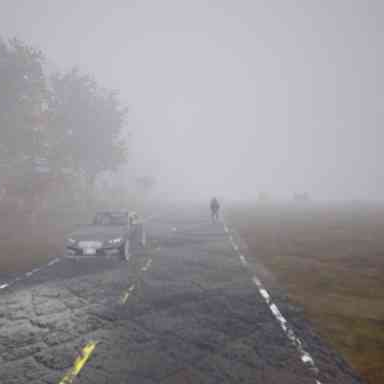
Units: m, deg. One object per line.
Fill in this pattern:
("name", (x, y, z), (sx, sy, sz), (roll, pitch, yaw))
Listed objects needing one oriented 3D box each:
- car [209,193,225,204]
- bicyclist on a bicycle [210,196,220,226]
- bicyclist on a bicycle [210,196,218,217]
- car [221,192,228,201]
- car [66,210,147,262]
("car", (3.929, 1.322, 55.642), (1.994, 1.385, 4.181), (0, 0, 8))
("bicyclist on a bicycle", (1.397, 1.278, 20.389), (0.659, 1.776, 1.843), (0, 0, 3))
("bicyclist on a bicycle", (1.962, 1.238, 29.581), (0.659, 1.776, 1.843), (0, 0, 4))
("car", (6.513, 1.242, 73.250), (1.994, 1.385, 4.181), (0, 0, 11))
("car", (-2.866, 1.433, 12.018), (2.128, 1.511, 4.902), (0, 0, 2))
